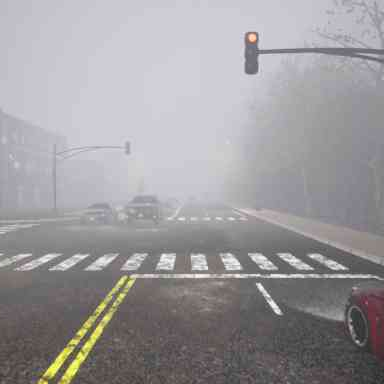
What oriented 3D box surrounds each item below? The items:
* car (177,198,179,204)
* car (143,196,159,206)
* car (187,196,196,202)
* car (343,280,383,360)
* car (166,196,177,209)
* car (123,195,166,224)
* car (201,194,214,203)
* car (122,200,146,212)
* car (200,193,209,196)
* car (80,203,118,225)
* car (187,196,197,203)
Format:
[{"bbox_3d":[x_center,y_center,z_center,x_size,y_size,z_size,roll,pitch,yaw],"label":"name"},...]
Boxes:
[{"bbox_3d":[-3.434,1.471,60.054,2.128,1.511,4.902,0,0,0],"label":"car"},{"bbox_3d":[-6.690,1.458,54.800,1.882,1.535,5.008,0,0,0],"label":"car"},{"bbox_3d":[-0.140,1.564,77.243,1.895,1.301,4.718,0,0,0],"label":"car"},{"bbox_3d":[3.346,1.563,3.502,1.994,1.385,4.181,0,0,0],"label":"car"},{"bbox_3d":[-3.429,1.533,44.122,2.033,1.411,5.357,0,0,0],"label":"car"},{"bbox_3d":[-3.394,1.217,24.693,2.150,2.045,5.566,0,0,0],"label":"car"},{"bbox_3d":[3.226,1.576,66.084,1.895,1.301,4.718,0,0,0],"label":"car"},{"bbox_3d":[-6.672,1.588,38.721,1.895,1.301,4.718,0,0,0],"label":"car"},{"bbox_3d":[3.113,1.194,76.267,2.150,2.045,5.566,0,0,0],"label":"car"},{"bbox_3d":[-6.647,1.519,24.387,1.812,1.442,4.674,0,0,0],"label":"car"},{"bbox_3d":[-0.021,1.452,66.960,1.882,1.535,5.008,0,0,0],"label":"car"}]
